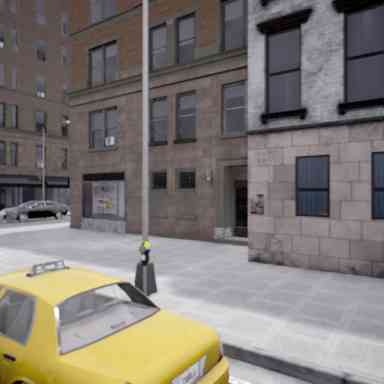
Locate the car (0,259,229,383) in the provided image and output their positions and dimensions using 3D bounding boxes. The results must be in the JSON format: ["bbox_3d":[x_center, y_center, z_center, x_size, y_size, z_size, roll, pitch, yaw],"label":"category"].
[{"bbox_3d":[-1.931,1.525,4.121,4.829,1.417,1.752,0,0,34],"label":"car"}]

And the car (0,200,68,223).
[{"bbox_3d":[-11.768,1.399,25.073,2.128,1.511,4.902,0,0,32],"label":"car"}]
